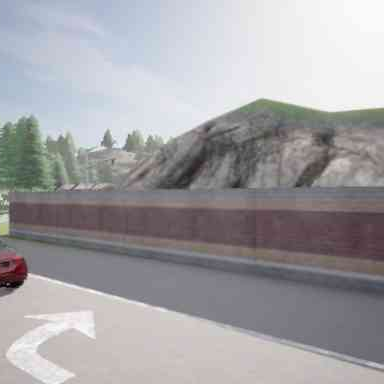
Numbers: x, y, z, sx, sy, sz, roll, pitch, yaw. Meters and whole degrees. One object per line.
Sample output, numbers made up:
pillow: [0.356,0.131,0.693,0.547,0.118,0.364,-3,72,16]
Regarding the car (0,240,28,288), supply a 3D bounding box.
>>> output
car: [-5.926,1.627,8.223,4.181,1.385,1.994,-1,0,35]
